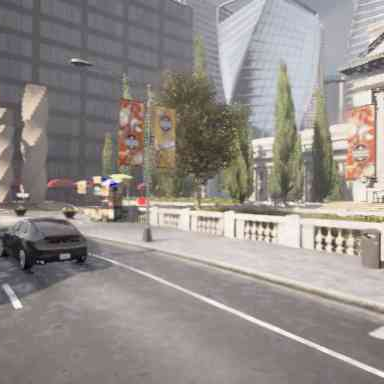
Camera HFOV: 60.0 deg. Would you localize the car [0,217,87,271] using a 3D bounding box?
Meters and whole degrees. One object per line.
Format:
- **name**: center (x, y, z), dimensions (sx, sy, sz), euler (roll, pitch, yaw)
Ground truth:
- **car**: center (-5.289, 1.644, 11.577), dimensions (1.837, 1.490, 4.892), euler (2, -1, -41)
